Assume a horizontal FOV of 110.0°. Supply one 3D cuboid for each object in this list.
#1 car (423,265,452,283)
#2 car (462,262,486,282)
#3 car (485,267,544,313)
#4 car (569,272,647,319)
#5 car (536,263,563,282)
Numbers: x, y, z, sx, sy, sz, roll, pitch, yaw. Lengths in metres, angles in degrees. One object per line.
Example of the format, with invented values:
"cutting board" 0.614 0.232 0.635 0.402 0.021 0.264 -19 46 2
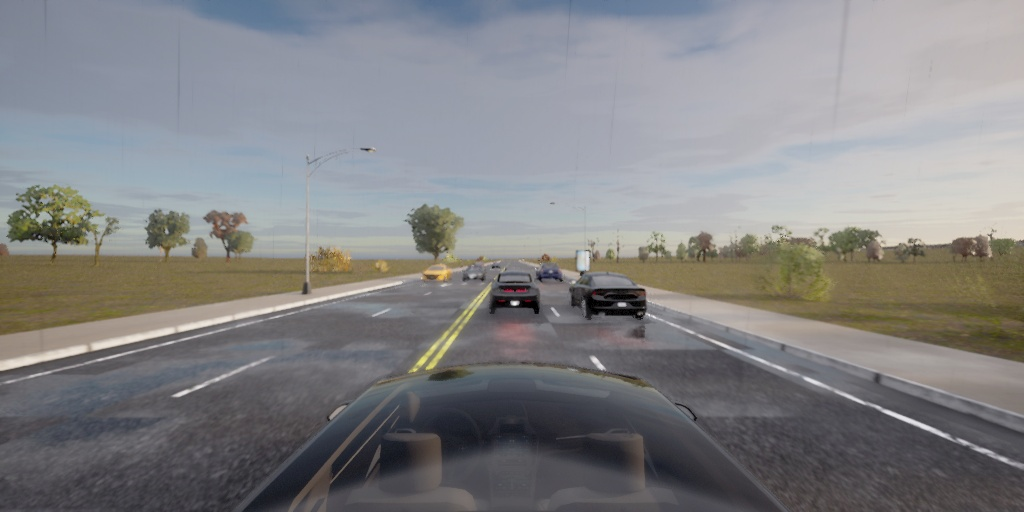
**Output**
"car" -6.573 1.520 31.975 1.882 1.535 5.008 0 -1 0
"car" -3.321 1.538 32.368 2.128 1.511 4.902 0 -1 0
"car" 0.104 1.381 14.673 1.837 1.490 4.892 0 -1 0
"car" 3.349 1.341 13.350 1.882 1.535 5.008 0 0 0
"car" 3.374 1.406 33.171 2.097 1.767 4.553 0 -1 0
